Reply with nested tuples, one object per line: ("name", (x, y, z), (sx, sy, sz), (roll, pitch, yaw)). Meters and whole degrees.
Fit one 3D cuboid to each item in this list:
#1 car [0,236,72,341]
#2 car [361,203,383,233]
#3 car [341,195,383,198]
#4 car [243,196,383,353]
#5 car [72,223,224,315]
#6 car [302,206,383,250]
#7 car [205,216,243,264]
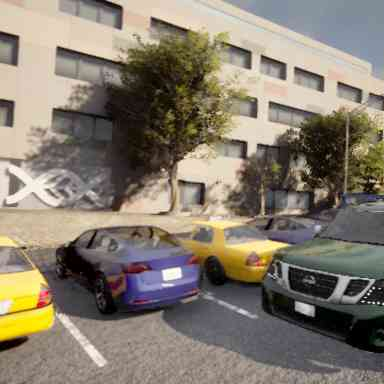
("car", (-4.069, 1.476, 6.292), (1.946, 1.575, 5.366), (0, 0, -35))
("car", (11.914, 1.407, 17.458), (2.097, 1.535, 5.008), (0, 0, -36))
("car", (9.703, 1.163, 15.848), (2.435, 2.045, 5.566), (0, 0, -35))
("car", (3.756, 1.196, 6.054), (5.566, 2.045, 2.150), (0, 0, -35))
("car", (-1.704, 1.498, 7.786), (2.163, 1.488, 4.792), (0, 0, -35))
("car", (7.430, 1.455, 14.226), (2.163, 1.488, 4.792), (0, 0, -35))
("car", (2.846, 1.476, 11.030), (2.163, 1.488, 4.792), (0, 0, -35))
